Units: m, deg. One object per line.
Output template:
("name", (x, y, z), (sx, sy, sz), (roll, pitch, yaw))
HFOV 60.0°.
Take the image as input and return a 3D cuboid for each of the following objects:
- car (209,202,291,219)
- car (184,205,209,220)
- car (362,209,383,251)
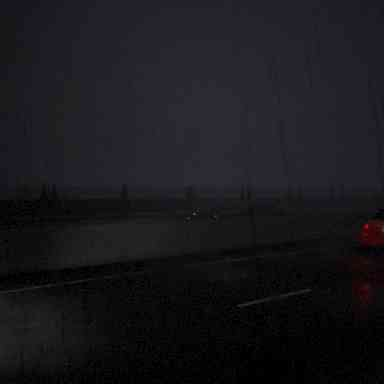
("car", (4.154, 1.503, 22.231), (5.357, 1.411, 2.033), (0, 0, -25))
("car", (2.150, 1.491, 25.148), (5.357, 1.411, 2.033), (0, 0, -26))
("car", (8.624, 1.341, 12.498), (4.553, 1.767, 2.097), (0, 0, -27))
